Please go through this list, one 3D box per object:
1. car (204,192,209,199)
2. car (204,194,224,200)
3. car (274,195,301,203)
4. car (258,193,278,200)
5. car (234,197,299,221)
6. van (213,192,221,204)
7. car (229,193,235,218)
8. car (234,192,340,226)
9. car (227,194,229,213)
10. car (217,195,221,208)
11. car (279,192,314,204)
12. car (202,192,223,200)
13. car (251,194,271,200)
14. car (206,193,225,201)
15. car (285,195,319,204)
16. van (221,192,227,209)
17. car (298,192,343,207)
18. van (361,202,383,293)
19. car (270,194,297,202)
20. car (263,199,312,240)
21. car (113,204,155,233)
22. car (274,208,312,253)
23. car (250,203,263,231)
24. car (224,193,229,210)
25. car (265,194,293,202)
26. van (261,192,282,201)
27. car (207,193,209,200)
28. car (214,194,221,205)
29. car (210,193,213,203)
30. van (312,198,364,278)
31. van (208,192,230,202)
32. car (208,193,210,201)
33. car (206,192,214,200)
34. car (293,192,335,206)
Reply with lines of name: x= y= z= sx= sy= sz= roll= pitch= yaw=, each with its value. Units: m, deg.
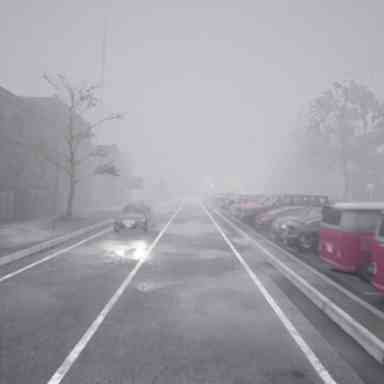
car: x=5.623 y=1.036 z=64.864 sx=5.566 sy=2.045 sz=2.435 roll=0 pitch=0 yaw=0
car: x=5.581 y=1.283 z=84.488 sx=4.892 sy=1.521 sz=2.231 roll=0 pitch=0 yaw=0
car: x=18.645 y=1.316 z=65.019 sx=4.792 sy=1.488 sz=2.163 roll=0 pitch=0 yaw=0
car: x=18.625 y=1.153 z=81.728 sx=4.553 sy=1.767 sz=2.185 roll=0 pitch=0 yaw=0
car: x=5.626 y=1.286 z=25.621 sx=4.553 sy=1.767 sz=2.185 roll=0 pitch=0 yaw=0
van: x=5.509 y=1.110 z=45.244 sx=4.442 sy=1.987 sz=1.878 roll=0 pitch=0 yaw=0
car: x=5.633 y=1.171 z=22.818 sx=5.566 sy=2.045 sz=2.435 roll=0 pitch=0 yaw=0
car: x=5.637 y=1.182 z=20.014 sx=5.566 sy=2.045 sz=2.435 roll=0 pitch=0 yaw=0
car: x=5.621 y=1.275 z=28.425 sx=4.553 sy=1.767 sz=2.185 roll=0 pitch=0 yaw=0
car: x=5.634 y=1.368 z=36.835 sx=5.008 sy=1.535 sz=2.097 roll=0 pitch=0 yaw=0
car: x=18.655 y=1.041 z=59.450 sx=5.566 sy=2.045 sz=2.435 roll=0 pitch=0 yaw=0
car: x=5.604 y=1.048 z=90.093 sx=5.566 sy=2.045 sz=2.435 roll=0 pitch=0 yaw=0
car: x=18.661 y=1.297 z=90.083 sx=5.008 sy=1.535 sz=2.097 roll=0 pitch=0 yaw=0
car: x=5.546 y=1.152 z=78.882 sx=4.553 sy=1.767 sz=2.185 roll=0 pitch=0 yaw=0
car: x=18.682 y=1.298 z=56.664 sx=5.008 sy=1.535 sz=2.097 roll=0 pitch=0 yaw=0
van: x=5.527 y=1.154 z=34.031 sx=4.442 sy=1.987 sz=1.878 roll=0 pitch=0 yaw=0
car: x=18.672 y=1.073 z=48.433 sx=5.566 sy=2.045 sz=2.435 roll=0 pitch=0 yaw=0
van: x=5.805 y=1.262 z=5.998 sx=4.442 sy=1.987 sz=1.878 roll=0 pitch=0 yaw=0
car: x=18.664 y=1.285 z=67.804 sx=5.008 sy=1.535 sz=2.097 roll=0 pitch=0 yaw=0
car: x=5.706 y=1.329 z=14.408 sx=4.553 sy=1.767 sz=2.185 roll=0 pitch=0 yaw=0
car: x=-3.255 y=1.450 z=19.495 sx=2.128 sy=1.511 sz=4.902 roll=0 pitch=0 yaw=0
car: x=5.673 y=1.467 z=11.606 sx=4.892 sy=1.521 sz=2.231 roll=0 pitch=0 yaw=0
car: x=5.668 y=1.484 z=17.212 sx=4.674 sy=1.452 sz=2.002 roll=0 pitch=0 yaw=0
car: x=5.679 y=1.265 z=31.228 sx=4.553 sy=1.767 sz=2.185 roll=0 pitch=0 yaw=0
car: x=18.480 y=1.280 z=70.590 sx=5.366 sy=1.575 sz=1.946 roll=0 pitch=0 yaw=0
van: x=18.773 y=1.051 z=78.947 sx=4.442 sy=1.987 sz=1.878 roll=0 pitch=0 yaw=0
car: x=5.575 y=1.322 z=59.259 sx=4.792 sy=1.488 sz=2.163 roll=0 pitch=0 yaw=0
car: x=5.601 y=1.377 z=42.441 sx=4.792 sy=1.488 sz=2.163 roll=0 pitch=0 yaw=0
car: x=5.803 y=1.312 z=50.851 sx=5.366 sy=1.575 sz=1.946 roll=0 pitch=0 yaw=0
van: x=5.800 y=1.251 z=8.802 sx=4.442 sy=1.987 sz=1.878 roll=0 pitch=0 yaw=0
van: x=5.703 y=1.057 z=70.471 sx=4.442 sy=1.987 sz=1.878 roll=0 pitch=0 yaw=0
car: x=5.607 y=1.305 z=53.651 sx=5.008 sy=1.535 sz=2.097 roll=0 pitch=0 yaw=0
car: x=5.595 y=1.290 z=62.057 sx=4.892 sy=1.521 sz=2.231 roll=0 pitch=0 yaw=0
car: x=18.667 y=1.062 z=51.095 sx=5.566 sy=2.045 sz=2.435 roll=0 pitch=0 yaw=0
